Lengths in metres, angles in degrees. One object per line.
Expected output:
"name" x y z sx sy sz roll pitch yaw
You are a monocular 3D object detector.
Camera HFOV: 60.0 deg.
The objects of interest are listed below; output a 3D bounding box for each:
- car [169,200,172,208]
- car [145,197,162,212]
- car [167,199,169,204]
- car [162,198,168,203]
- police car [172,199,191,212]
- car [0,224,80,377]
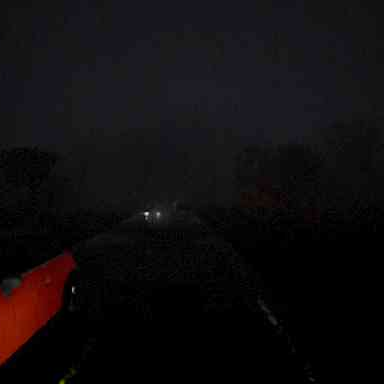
"car" -2.346 2.029 55.526 1.812 1.442 4.674 0 -1 -7
"car" -5.401 1.899 46.250 1.882 1.535 5.008 0 0 -5
"car" -3.073 2.064 61.511 1.837 1.490 4.892 0 -1 -7
"car" -6.545 2.069 79.439 1.882 1.535 5.008 0 -1 -10
"police car" -1.309 1.836 45.643 1.930 1.638 5.238 0 -1 -5
"car" -3.164 1.394 4.449 2.097 1.767 4.553 0 -1 -1
